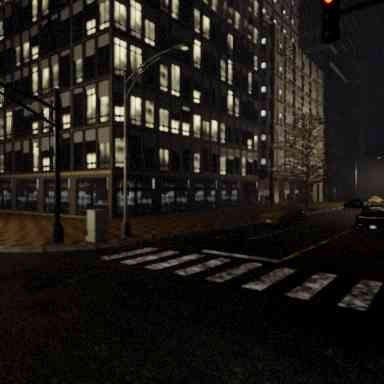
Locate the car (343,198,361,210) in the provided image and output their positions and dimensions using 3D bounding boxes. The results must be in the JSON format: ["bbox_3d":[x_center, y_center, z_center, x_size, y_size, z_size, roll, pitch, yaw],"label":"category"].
[{"bbox_3d":[19.605,1.456,40.289,1.947,1.339,4.313,0,0,37],"label":"car"}]

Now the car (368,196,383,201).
[{"bbox_3d":[29.585,1.394,53.735,1.752,1.417,4.829,0,0,37],"label":"car"}]

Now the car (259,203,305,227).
[{"bbox_3d":[6.060,1.438,22.044,1.752,1.417,4.829,0,0,37],"label":"car"}]

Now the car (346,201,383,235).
[{"bbox_3d":[10.101,1.453,17.825,2.128,1.511,4.902,1,0,37],"label":"car"}]

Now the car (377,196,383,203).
[{"bbox_3d":[36.407,1.434,62.925,1.802,1.307,4.206,0,0,37],"label":"car"}]
